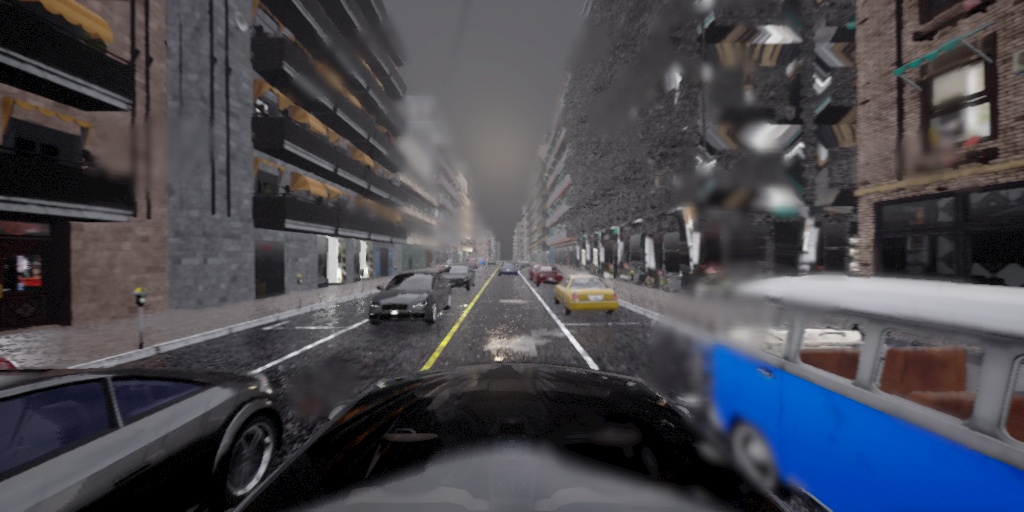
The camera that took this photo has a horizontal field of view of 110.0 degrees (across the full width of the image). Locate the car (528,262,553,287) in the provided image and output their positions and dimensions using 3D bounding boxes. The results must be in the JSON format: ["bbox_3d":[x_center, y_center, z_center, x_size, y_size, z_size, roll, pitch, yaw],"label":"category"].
[{"bbox_3d":[2.376,1.279,24.491,1.888,1.381,4.507,0,0,-1],"label":"car"}]

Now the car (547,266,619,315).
[{"bbox_3d":[2.549,1.249,13.341,1.751,1.417,4.829,0,0,-1],"label":"car"}]

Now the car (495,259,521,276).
[{"bbox_3d":[-0.416,1.345,37.332,1.994,1.385,4.181,-1,0,-1],"label":"car"}]

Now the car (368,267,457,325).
[{"bbox_3d":[-3.231,1.289,12.150,1.837,1.490,4.892,-1,0,-1],"label":"car"}]

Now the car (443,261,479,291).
[{"bbox_3d":[-3.381,1.270,22.608,1.882,1.535,5.008,-1,0,-1],"label":"car"}]

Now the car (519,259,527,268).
[{"bbox_3d":[1.939,1.328,52.799,2.007,1.370,4.403,0,0,-1],"label":"car"}]

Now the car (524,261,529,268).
[{"bbox_3d":[2.289,1.288,30.152,1.888,1.381,4.507,0,0,-1],"label":"car"}]

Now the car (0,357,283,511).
[{"bbox_3d":[-3.068,1.347,1.565,1.994,1.385,4.181,-1,0,-1],"label":"car"}]

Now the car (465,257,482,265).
[{"bbox_3d":[-6.528,1.190,58.352,2.192,1.841,5.009,0,0,-1],"label":"car"}]

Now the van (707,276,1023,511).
[{"bbox_3d":[2.727,1.062,1.849,1.690,1.789,3.998,0,0,-1],"label":"van"}]
